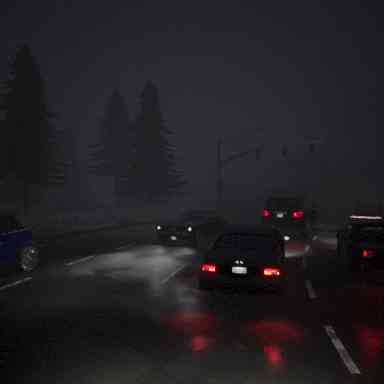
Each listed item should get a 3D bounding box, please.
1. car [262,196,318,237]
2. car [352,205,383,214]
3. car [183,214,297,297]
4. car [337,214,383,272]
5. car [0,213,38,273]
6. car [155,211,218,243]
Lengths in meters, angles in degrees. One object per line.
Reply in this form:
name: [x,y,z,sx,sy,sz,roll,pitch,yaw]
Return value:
car: [5.488,1.221,18.264,2.150,2.045,5.566,0,0,28]
car: [10.099,1.492,18.745,2.128,1.511,4.902,0,0,35]
car: [1.548,1.547,8.817,2.033,1.411,5.357,0,0,15]
car: [5.700,1.601,10.385,1.895,1.301,4.718,0,0,18]
car: [-5.925,1.351,7.971,2.097,1.767,4.553,0,0,13]
car: [0.125,1.600,15.813,1.895,1.301,4.718,0,0,24]
